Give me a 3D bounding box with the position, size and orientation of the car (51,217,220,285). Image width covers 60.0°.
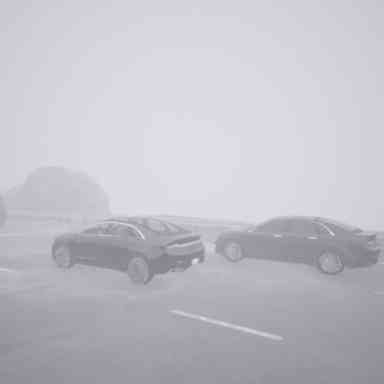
[{"bbox_3d":[-1.948,1.456,9.375,4.902,1.511,2.128,0,0,33],"label":"car"}]

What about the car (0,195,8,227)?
[{"bbox_3d":[-13.772,1.130,20.526,5.566,2.045,2.150,0,0,29],"label":"car"}]

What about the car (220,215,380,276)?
[{"bbox_3d":[2.995,1.473,10.284,4.892,1.490,1.837,0,0,34],"label":"car"}]
